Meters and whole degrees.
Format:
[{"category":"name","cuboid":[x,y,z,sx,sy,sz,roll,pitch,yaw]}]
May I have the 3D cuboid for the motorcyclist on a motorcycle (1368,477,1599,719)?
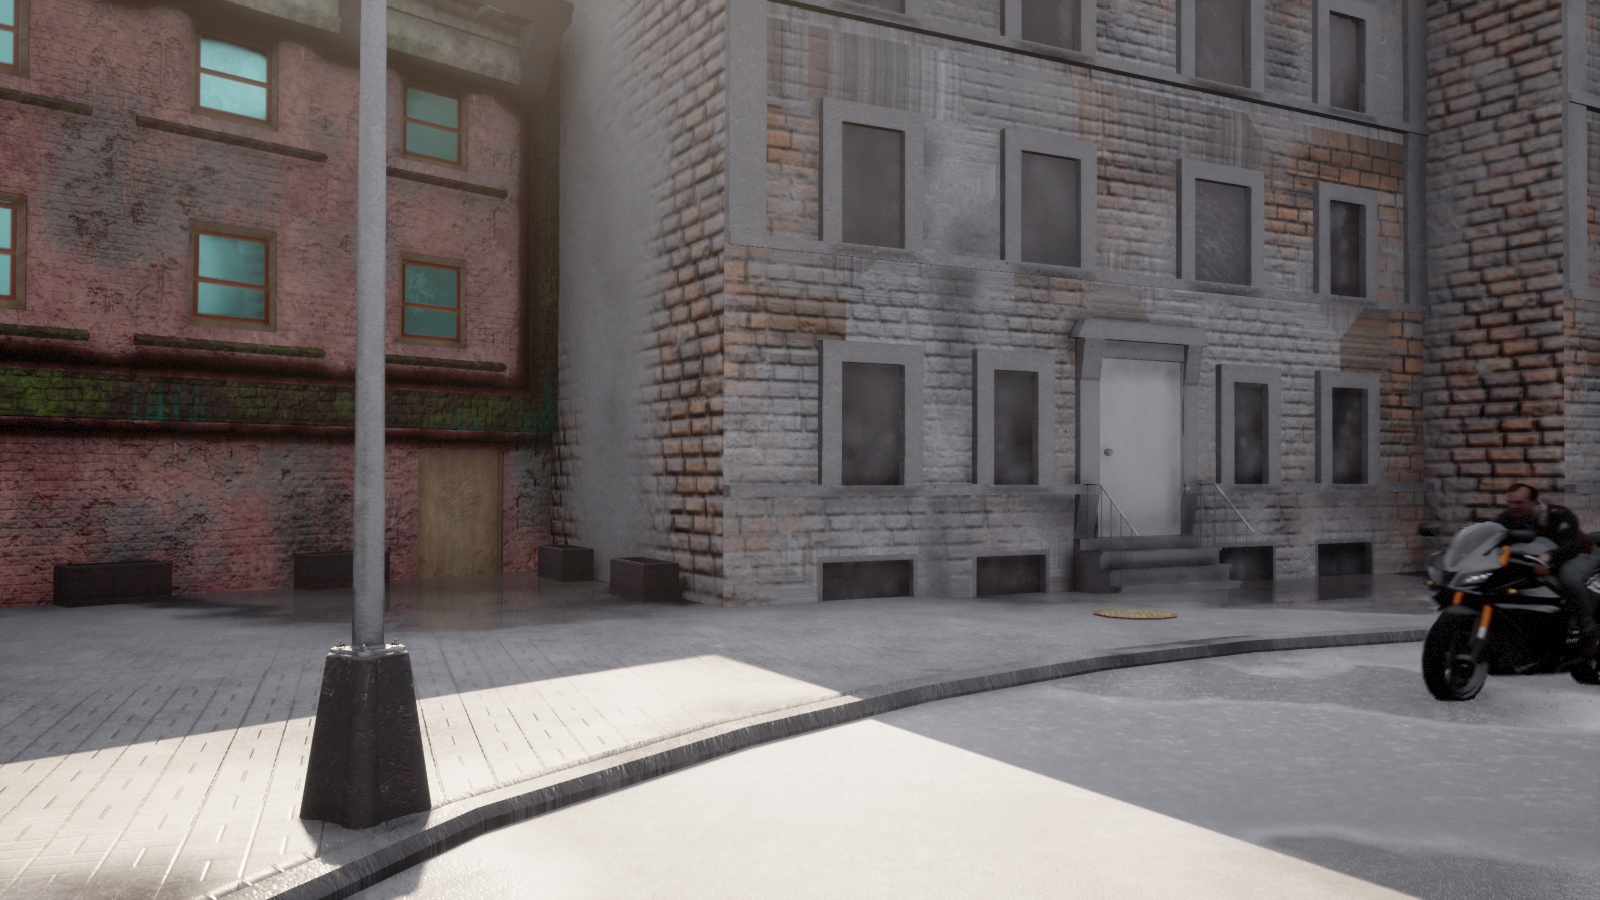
[{"category":"motorcyclist on a motorcycle","cuboid":[5.185,0.974,8.964,2.191,1.530,0.866,0,0,-26]}]
